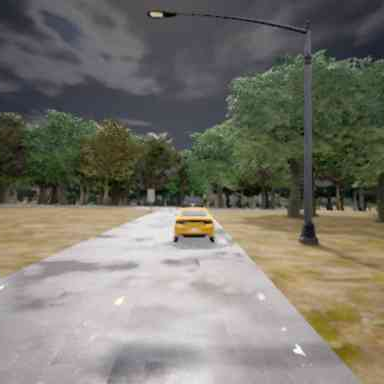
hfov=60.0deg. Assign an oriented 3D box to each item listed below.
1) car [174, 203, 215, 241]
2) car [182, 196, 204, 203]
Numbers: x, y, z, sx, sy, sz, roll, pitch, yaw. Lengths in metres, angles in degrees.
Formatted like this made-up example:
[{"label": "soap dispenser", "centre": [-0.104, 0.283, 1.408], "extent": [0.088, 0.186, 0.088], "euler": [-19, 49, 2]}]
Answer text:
[{"label": "car", "centre": [0.097, 1.535, 17.063], "extent": [1.882, 1.535, 5.008], "euler": [0, 0, 0]}, {"label": "car", "centre": [0.093, 1.491, 35.432], "extent": [2.150, 2.045, 5.566], "euler": [0, -1, 0]}]
